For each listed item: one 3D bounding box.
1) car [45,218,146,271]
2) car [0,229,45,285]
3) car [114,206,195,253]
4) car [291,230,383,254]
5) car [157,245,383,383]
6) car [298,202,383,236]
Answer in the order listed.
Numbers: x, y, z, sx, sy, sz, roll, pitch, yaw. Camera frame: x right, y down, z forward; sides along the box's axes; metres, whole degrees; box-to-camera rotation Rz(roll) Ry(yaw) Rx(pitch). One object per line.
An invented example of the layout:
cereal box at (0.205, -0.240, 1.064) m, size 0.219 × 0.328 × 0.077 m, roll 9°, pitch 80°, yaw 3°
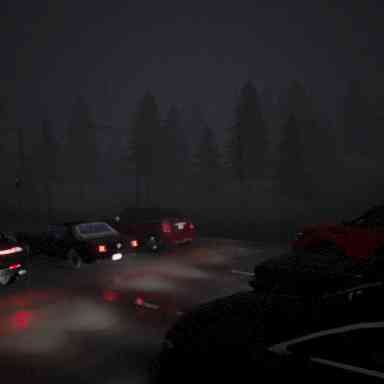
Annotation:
car at (-3.987, 1.628, 11.126) m, size 4.718 × 1.301 × 1.895 m, roll 0°, pitch 0°, yaw 37°
car at (-6.117, 1.519, 8.350) m, size 4.902 × 1.511 × 2.128 m, roll 0°, pitch 0°, yaw 35°
car at (-2.167, 1.380, 14.131) m, size 4.553 × 1.767 × 2.097 m, roll 0°, pitch 0°, yaw 36°
car at (3.441, 1.602, 5.841) m, size 4.718 × 1.301 × 1.895 m, roll 0°, pitch 0°, yaw 35°
car at (1.890, 1.492, 2.627) m, size 4.902 × 1.511 × 2.128 m, roll 0°, pitch 0°, yaw 36°
car at (5.501, 1.223, 8.670) m, size 5.566 × 2.045 × 2.150 m, roll 0°, pitch 0°, yaw 35°
